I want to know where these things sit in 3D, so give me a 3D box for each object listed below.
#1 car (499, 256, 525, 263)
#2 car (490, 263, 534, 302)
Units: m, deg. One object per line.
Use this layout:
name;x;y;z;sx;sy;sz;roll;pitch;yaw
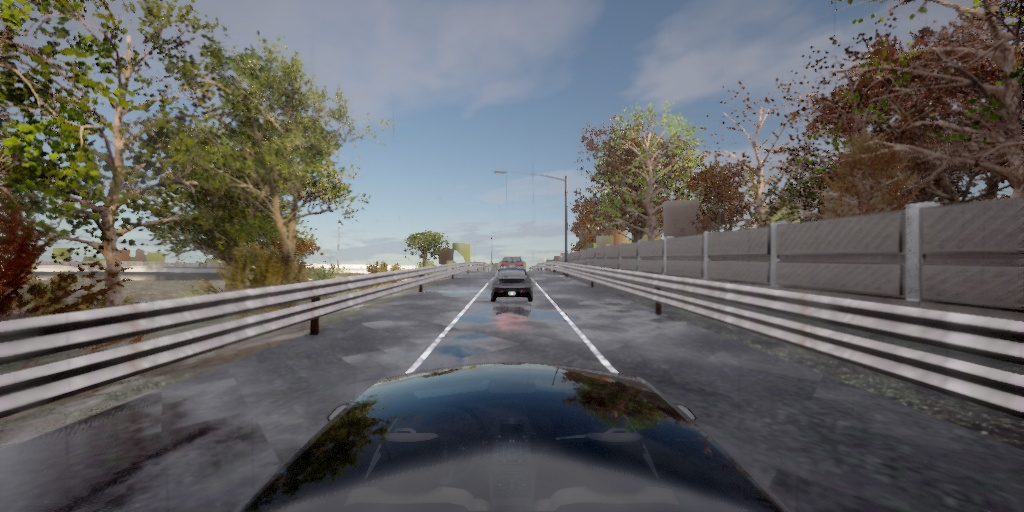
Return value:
car;-0.002;1.011;32.101;2.150;2.045;5.566;0;0;0
car;-0.001;1.267;17.033;1.837;1.490;4.892;0;0;0
